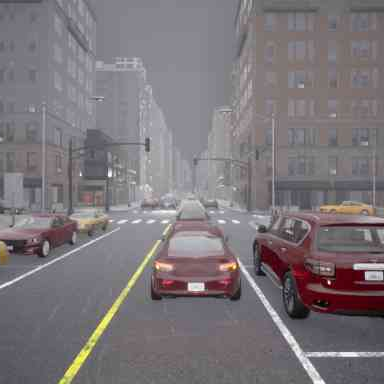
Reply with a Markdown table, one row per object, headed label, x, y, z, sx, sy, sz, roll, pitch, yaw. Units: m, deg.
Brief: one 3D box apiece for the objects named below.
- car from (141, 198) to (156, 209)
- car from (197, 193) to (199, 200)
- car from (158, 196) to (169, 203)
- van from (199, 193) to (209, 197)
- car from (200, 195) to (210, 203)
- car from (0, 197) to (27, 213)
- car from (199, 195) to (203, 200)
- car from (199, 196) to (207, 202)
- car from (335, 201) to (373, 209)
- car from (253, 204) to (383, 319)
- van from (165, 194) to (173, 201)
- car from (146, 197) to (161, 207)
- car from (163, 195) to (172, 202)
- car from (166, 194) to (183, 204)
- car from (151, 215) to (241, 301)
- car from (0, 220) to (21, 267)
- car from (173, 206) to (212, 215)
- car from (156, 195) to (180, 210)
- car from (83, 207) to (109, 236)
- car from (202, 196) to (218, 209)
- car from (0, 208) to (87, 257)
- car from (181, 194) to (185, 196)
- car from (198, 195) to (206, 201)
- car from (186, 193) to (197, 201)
| label | x | y | z | sx | sy | sz | roll | pitch | yaw |
| --- | --- | --- | --- | --- | --- | --- | --- | --- | --- |
| car | -5.858 | 1.555 | 45.555 | 1.887 | 1.381 | 4.507 | 1 | 0 | 0 |
| car | 2.666 | 1.335 | 68.241 | 2.192 | 1.841 | 5.009 | 1 | 0 | 0 |
| car | -5.862 | 1.602 | 68.247 | 1.802 | 1.307 | 4.206 | 1 | 0 | 0 |
| van | 2.667 | 1.358 | 62.568 | 1.690 | 1.788 | 3.998 | 1 | 0 | 0 |
| car | 2.666 | 1.595 | 51.221 | 1.802 | 1.307 | 4.206 | 1 | 0 | 0 |
| car | -17.266 | 1.198 | 29.723 | 4.553 | 1.767 | 2.097 | 1 | -1 | 0 |
| car | 2.665 | 1.597 | 56.894 | 1.802 | 1.307 | 4.206 | 1 | 0 | 0 |
| car | 2.661 | 1.608 | 79.588 | 1.802 | 1.307 | 4.206 | 1 | 0 | 0 |
| car | 15.118 | 1.642 | 32.745 | 5.008 | 1.535 | 1.882 | 0 | -1 | 1 |
| car | 2.678 | 1.317 | 7.279 | 2.192 | 1.841 | 5.009 | 1 | 0 | 0 |
| van | -5.863 | 1.371 | 85.265 | 1.690 | 1.788 | 3.998 | 1 | 0 | 0 |
| car | -5.859 | 1.557 | 51.228 | 1.887 | 1.381 | 4.507 | 1 | 0 | 0 |
| car | -5.863 | 1.466 | 79.592 | 1.967 | 1.590 | 4.097 | 1 | 0 | 0 |
| car | -3.098 | 1.561 | 55.303 | 2.033 | 1.411 | 5.357 | 0 | 0 | 0 |
| car | 0.084 | 1.528 | 8.235 | 1.812 | 1.442 | 4.674 | 0 | 0 | 0 |
| car | -5.850 | 1.527 | 7.116 | 1.752 | 1.417 | 4.829 | 1 | 0 | 0 |
| car | 0.060 | 1.605 | 17.413 | 1.895 | 1.301 | 4.718 | 0 | 0 | 0 |
| car | -3.104 | 1.503 | 43.985 | 2.128 | 1.511 | 4.902 | 0 | 0 | 1 |
| car | -5.852 | 1.529 | 18.365 | 1.752 | 1.417 | 4.829 | 1 | 0 | 0 |
| car | 2.668 | 1.593 | 45.548 | 1.802 | 1.307 | 4.206 | 1 | 0 | 0 |
| car | -5.851 | 1.547 | 12.911 | 1.887 | 1.381 | 4.507 | 1 | 0 | 0 |
| car | -3.043 | 1.566 | 65.744 | 2.033 | 1.411 | 5.357 | 0 | 0 | 1 |
| car | 2.659 | 1.599 | 90.934 | 1.947 | 1.339 | 4.313 | 1 | 0 | 0 |
| car | -0.015 | 1.570 | 85.281 | 2.033 | 1.411 | 5.357 | 0 | 0 | 0 |
